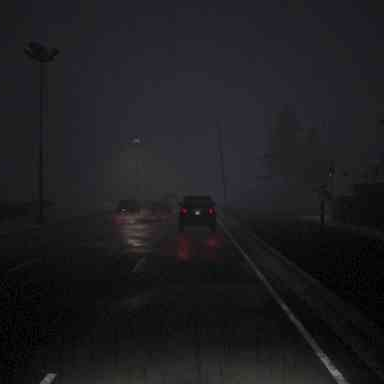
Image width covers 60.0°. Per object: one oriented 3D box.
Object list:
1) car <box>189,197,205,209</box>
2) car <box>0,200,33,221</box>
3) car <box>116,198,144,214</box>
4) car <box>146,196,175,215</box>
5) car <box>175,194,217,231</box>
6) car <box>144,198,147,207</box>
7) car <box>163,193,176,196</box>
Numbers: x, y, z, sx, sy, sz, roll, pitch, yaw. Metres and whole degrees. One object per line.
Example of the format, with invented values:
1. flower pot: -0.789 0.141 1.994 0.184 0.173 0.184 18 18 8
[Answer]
1. car: 0.649 1.487 45.551 2.128 1.511 4.902 0 0 1
2. car: -14.772 1.552 26.366 1.895 1.301 4.718 0 0 1
3. car: -6.527 1.481 34.484 1.837 1.490 4.892 0 0 1
4. car: -3.033 1.478 34.115 2.128 1.511 4.902 0 0 1
5. car: 0.355 1.220 20.679 2.150 2.045 5.566 0 0 1
6. car: -6.405 1.538 46.626 1.994 1.385 4.181 0 0 1
7. car: -2.919 1.210 45.868 2.150 2.045 5.566 0 0 1
